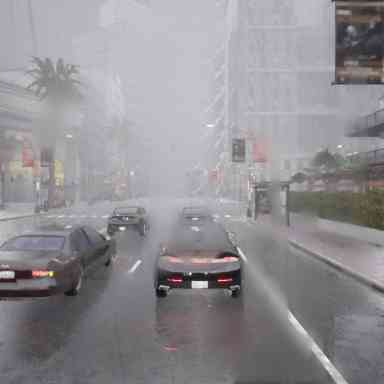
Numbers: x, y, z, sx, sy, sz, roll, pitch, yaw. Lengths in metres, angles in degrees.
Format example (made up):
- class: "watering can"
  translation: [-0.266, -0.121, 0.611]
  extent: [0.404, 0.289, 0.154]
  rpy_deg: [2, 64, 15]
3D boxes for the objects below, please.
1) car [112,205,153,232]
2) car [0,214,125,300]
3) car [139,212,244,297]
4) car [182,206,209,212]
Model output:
- class: "car"
  translation: [-3.323, 1.505, 18.340]
  extent: [1.837, 1.490, 4.892]
  rpy_deg: [0, 0, 0]
- class: "car"
  translation: [-3.362, 1.547, 8.561]
  extent: [2.033, 1.411, 5.357]
  rpy_deg: [0, 0, 0]
- class: "car"
  translation: [0.145, 1.492, 8.544]
  extent: [2.128, 1.511, 4.902]
  rpy_deg: [0, 0, 0]
- class: "car"
  translation: [0.174, 1.505, 17.962]
  extent: [1.837, 1.490, 4.892]
  rpy_deg: [0, 0, 0]
